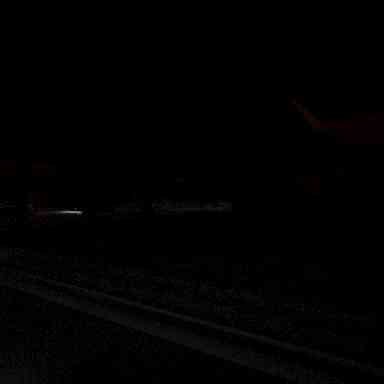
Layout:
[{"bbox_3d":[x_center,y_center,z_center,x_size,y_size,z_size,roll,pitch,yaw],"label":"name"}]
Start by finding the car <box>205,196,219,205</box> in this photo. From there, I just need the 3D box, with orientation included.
[{"bbox_3d":[3.486,1.505,58.535,1.837,1.490,4.892,0,0,14],"label":"car"}]

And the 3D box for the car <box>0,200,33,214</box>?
[{"bbox_3d":[-17.750,1.526,32.082,1.812,1.442,4.674,0,0,34],"label":"car"}]

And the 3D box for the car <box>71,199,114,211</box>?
[{"bbox_3d":[-11.990,1.547,40.650,2.033,1.411,5.357,0,0,34],"label":"car"}]
